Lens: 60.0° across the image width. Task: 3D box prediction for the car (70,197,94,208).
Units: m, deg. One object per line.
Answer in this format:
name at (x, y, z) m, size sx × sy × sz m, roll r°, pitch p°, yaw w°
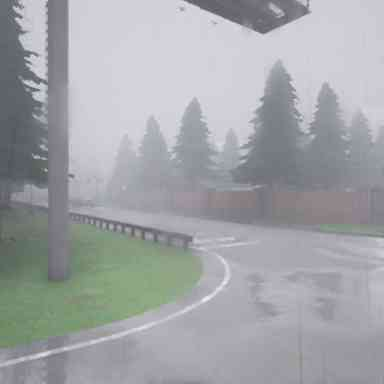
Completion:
car at (-14.167, 1.328, 43.513) m, size 1.812 × 1.442 × 4.674 m, roll 0°, pitch 0°, yaw -33°
